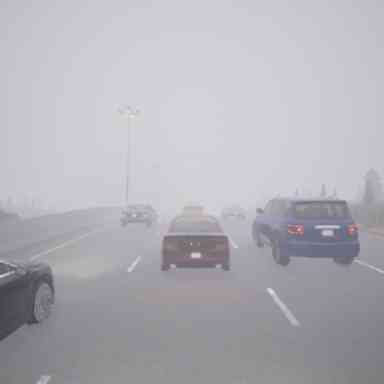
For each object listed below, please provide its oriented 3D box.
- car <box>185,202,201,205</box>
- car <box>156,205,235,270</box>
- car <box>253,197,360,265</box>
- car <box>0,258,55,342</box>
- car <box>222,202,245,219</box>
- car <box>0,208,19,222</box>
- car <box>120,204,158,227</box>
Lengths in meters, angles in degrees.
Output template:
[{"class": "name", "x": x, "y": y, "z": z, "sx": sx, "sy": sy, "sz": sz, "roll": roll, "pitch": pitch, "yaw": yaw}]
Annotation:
[{"class": "car", "x": 0.100, "y": 1.638, "z": 30.381, "sx": 1.882, "sy": 1.535, "sz": 5.008, "roll": 0, "pitch": -2, "yaw": 0}, {"class": "car", "x": 0.100, "y": 1.419, "z": 10.809, "sx": 1.882, "sy": 1.535, "sz": 5.008, "roll": 0, "pitch": 0, "yaw": 0}, {"class": "car", "x": 3.599, "y": 1.161, "z": 11.507, "sx": 2.150, "sy": 2.045, "sz": 5.566, "roll": 0, "pitch": 0, "yaw": 0}, {"class": "car", "x": -3.401, "y": 1.468, "z": 4.124, "sx": 2.128, "sy": 1.511, "sz": 4.902, "roll": 0, "pitch": 0, "yaw": 0}, {"class": "car", "x": 3.600, "y": 1.662, "z": 29.835, "sx": 1.812, "sy": 1.442, "sz": 4.674, "roll": 0, "pitch": -2, "yaw": 0}, {"class": "car", "x": -10.580, "y": 1.455, "z": 16.427, "sx": 2.033, "sy": 1.411, "sz": 5.357, "roll": 0, "pitch": 0, "yaw": 0}, {"class": "car", "x": -3.401, "y": 1.473, "z": 22.093, "sx": 2.033, "sy": 1.411, "sz": 5.357, "roll": 0, "pitch": -1, "yaw": 0}]
